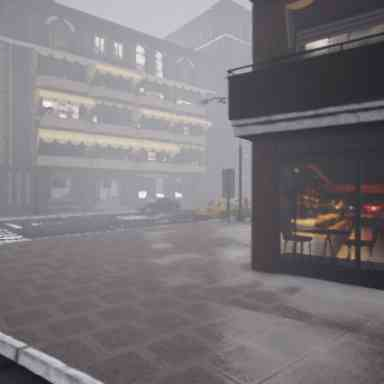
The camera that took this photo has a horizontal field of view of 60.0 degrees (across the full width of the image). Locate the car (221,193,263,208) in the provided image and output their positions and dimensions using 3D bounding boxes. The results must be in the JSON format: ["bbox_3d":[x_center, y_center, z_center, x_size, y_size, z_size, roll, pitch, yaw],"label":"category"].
[{"bbox_3d":[5.468,0.871,36.193,4.829,1.417,1.752,-1,2,-39],"label":"car"}]

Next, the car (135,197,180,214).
[{"bbox_3d":[-2.995,1.126,29.308,4.206,1.307,1.802,-1,2,-39],"label":"car"}]

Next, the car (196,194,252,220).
[{"bbox_3d":[2.466,1.075,22.947,4.829,1.417,1.752,-1,2,-39],"label":"car"}]
